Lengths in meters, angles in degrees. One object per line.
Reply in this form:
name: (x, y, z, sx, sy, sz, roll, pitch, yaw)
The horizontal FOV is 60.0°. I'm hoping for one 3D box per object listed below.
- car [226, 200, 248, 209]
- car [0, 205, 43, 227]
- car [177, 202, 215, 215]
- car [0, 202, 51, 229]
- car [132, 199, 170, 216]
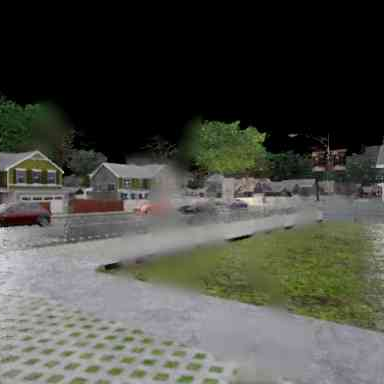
car: (7.144, 1.911, 52.149, 1.812, 1.442, 4.674, -1, -1, 37)
car: (-13.650, 1.714, 24.448, 1.812, 1.442, 4.674, -1, -1, 37)
car: (0.575, 1.793, 38.071, 2.033, 1.411, 5.357, -1, -1, 37)
car: (-11.691, 1.488, 21.599, 2.097, 1.767, 4.553, -1, -1, 36)
car: (-4.480, 1.622, 36.734, 2.097, 1.767, 4.553, -1, -1, 37)
